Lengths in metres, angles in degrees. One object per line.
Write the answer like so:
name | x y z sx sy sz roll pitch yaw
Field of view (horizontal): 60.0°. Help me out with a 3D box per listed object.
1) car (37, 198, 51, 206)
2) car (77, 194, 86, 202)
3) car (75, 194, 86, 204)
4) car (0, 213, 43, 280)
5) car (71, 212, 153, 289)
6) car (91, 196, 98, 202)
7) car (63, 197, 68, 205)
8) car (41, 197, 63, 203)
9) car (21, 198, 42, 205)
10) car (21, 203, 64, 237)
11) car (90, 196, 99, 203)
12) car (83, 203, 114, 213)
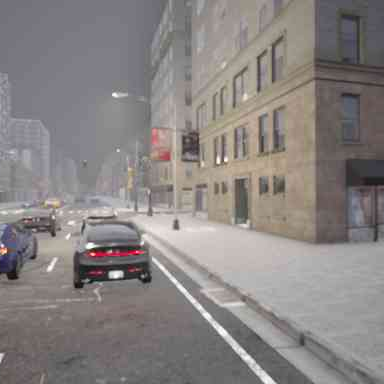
car | -29.683 1.948 66.866 2.033 1.411 5.357 0 0 -17
car | -28.879 1.591 86.934 2.150 2.045 5.566 0 0 -17
car | -25.904 1.666 76.947 2.150 2.045 5.566 0 0 -17
car | -5.785 1.588 9.748 1.812 1.442 4.674 0 0 -17
car | -2.324 1.556 9.498 1.837 1.490 4.892 0 -1 -17
car | -25.754 1.862 87.831 1.837 1.490 4.892 0 0 -17
car | -26.513 1.759 67.604 2.097 1.767 4.553 0 0 -17
car | -22.248 1.800 53.002 1.882 1.535 5.008 0 0 -17
car | -25.380 1.818 52.138 2.128 1.511 4.902 0 0 -16
car | -8.397 1.617 18.515 1.837 1.490 4.892 0 0 -17
car | -22.780 1.914 77.844 1.882 1.535 5.008 0 0 -17
car | -5.079 1.594 18.406 2.128 1.511 4.902 0 0 -17
